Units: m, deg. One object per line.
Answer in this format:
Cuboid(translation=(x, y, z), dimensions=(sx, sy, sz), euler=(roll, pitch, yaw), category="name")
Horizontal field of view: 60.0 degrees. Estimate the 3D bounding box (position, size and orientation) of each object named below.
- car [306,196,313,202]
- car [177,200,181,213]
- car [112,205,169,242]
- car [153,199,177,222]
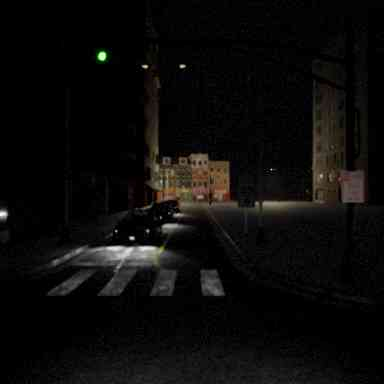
Cuboid(translation=(29.736, 1.714, 78.928), dimensions=(5.008, 1.535, 1.882), euler=(0, -1, -9), category="car")
Cuboid(translation=(-2.354, 1.634, 38.420), dimensions=(1.837, 1.490, 4.892), euler=(0, 0, 1), category="car")
Cuboid(translation=(-2.542, 1.596, 16.820), dimensions=(2.033, 1.411, 5.357), euler=(0, 0, 1), category="car")
Cuboid(translation=(-2.457, 1.588, 26.963), dimensions=(1.837, 1.490, 4.892), euler=(0, 0, 1), category="car")
